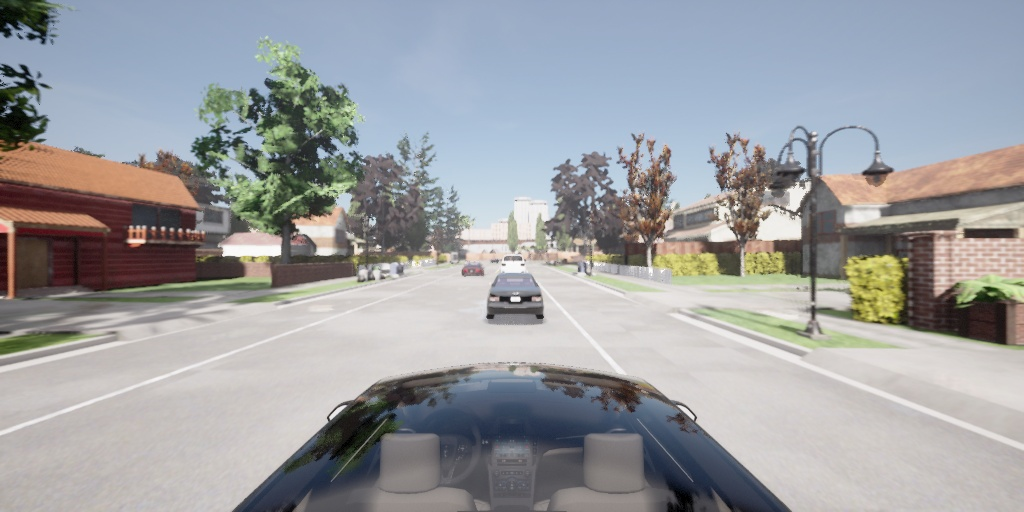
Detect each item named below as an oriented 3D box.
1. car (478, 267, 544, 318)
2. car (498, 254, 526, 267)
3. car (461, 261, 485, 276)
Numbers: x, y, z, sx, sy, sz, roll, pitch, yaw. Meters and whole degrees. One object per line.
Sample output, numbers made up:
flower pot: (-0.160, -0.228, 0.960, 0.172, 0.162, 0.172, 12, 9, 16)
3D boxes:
car: (0.099, 1.277, 12.805, 2.033, 1.411, 5.357, 0, 0, 0)
car: (0.099, 0.853, 31.999, 2.150, 2.045, 5.566, 0, 0, 0)
car: (-3.597, 1.182, 33.904, 1.994, 1.385, 4.181, 0, 0, 0)
